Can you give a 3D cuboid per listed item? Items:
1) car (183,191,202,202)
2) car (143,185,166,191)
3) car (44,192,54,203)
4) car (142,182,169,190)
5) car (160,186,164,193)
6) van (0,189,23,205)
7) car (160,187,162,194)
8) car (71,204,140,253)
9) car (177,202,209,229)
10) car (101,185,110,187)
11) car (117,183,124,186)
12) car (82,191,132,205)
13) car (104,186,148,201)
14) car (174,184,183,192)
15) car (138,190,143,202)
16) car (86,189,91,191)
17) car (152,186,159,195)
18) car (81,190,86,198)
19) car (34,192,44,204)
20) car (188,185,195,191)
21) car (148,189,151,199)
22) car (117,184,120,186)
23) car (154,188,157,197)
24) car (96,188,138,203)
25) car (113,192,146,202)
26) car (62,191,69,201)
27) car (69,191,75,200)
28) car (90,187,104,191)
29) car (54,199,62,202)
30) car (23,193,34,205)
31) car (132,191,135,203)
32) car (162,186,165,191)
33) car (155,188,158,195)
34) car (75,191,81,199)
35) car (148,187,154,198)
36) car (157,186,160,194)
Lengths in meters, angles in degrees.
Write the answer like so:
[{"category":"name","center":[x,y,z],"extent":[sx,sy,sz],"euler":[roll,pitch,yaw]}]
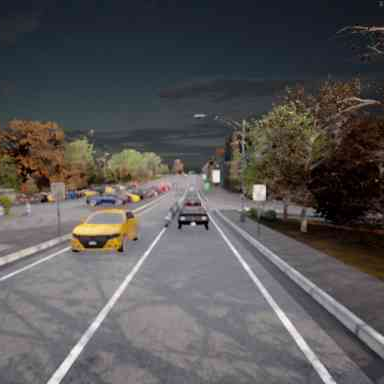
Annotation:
[{"category":"car","center":[0.045,1.124,38.535],"extent":[2.097,1.767,4.553],"euler":[0,1,0]},{"category":"car","center":[-9.764,-0.248,84.146],"extent":[4.792,1.488,2.163],"euler":[0,3,0]},{"category":"car","center":[-23.171,0.865,47.960],"extent":[4.792,1.488,2.163],"euler":[0,0,0]},{"category":"car","center":[-9.780,-0.825,89.692],"extent":[5.566,2.045,2.435],"euler":[0,3,0]},{"category":"car","center":[-9.828,-0.010,78.574],"extent":[5.008,1.535,2.097],"euler":[0,3,0]},{"category":"van","center":[-23.078,0.655,39.587],"extent":[4.442,1.987,1.878],"euler":[1,0,0]},{"category":"car","center":[-9.858,0.152,75.790],"extent":[4.674,1.452,2.002],"euler":[0,3,0]},{"category":"car","center":[-3.361,1.455,13.742],"extent":[1.882,1.535,5.008],"euler":[0,0,0]},{"category":"car","center":[0.072,1.565,21.516],"extent":[1.895,1.301,4.718],"euler":[0,0,0]},{"category":"car","center":[-22.944,-0.259,78.490],"extent":[5.566,2.045,2.435],"euler":[0,3,0]},{"category":"car","center":[-22.782,-0.979,92.529],"extent":[5.566,2.045,2.435],"euler":[0,3,0]},{"category":"car","center":[-10.095,0.915,39.575],"extent":[4.792,1.488,2.163],"euler":[0,0,0]},{"category":"car","center":[-10.070,0.561,50.715],"extent":[5.566,2.045,2.435],"euler":[0,1,0]},{"category":"car","center":[-3.380,-0.704,91.700],"extent":[1.812,1.442,4.674],"euler":[0,3,0]},{"category":"car","center":[-10.057,0.841,47.924],"extent":[5.008,1.535,2.097],"euler":[0,1,0]},{"category":"car","center":[-23.012,0.510,64.698],"extent":[4.892,1.521,2.231],"euler":[0,2,0]},{"category":"car","center":[-9.928,0.205,70.220],"extent":[4.553,1.767,2.185],"euler":[0,2,0]},{"category":"car","center":[-23.034,0.591,61.781],"extent":[5.008,1.535,2.097],"euler":[0,2,0]},{"category":"car","center":[-23.167,0.896,45.048],"extent":[4.674,1.452,2.002],"euler":[0,0,0]},{"category":"car","center":[-0.131,-0.521,87.460],"extent":[1.812,1.442,4.674],"euler":[0,3,0]},{"category":"car","center":[-9.971,0.755,56.286],"extent":[4.792,1.488,2.163],"euler":[0,1,0]},{"category":"car","center":[-23.017,-0.581,89.763],"extent":[5.366,1.575,1.946],"euler":[0,3,0]},{"category":"car","center":[-9.909,0.543,64.653],"extent":[4.792,1.488,2.163],"euler":[0,2,0]},{"category":"car","center":[-10.114,0.735,45.144],"extent":[4.553,1.767,2.185],"euler":[0,0,0]},{"category":"car","center":[-10.015,0.774,53.507],"extent":[4.892,1.521,2.231],"euler":[0,1,0]},{"category":"car","center":[-23.286,0.765,53.548],"extent":[5.366,1.575,1.946],"euler":[0,1,0]},{"category":"car","center":[-23.052,0.751,56.202],"extent":[4.792,1.488,2.163],"euler":[0,1,0]},{"category":"car","center":[-22.771,0.223,72.926],"extent":[5.366,1.575,1.946],"euler":[0,2,0]},{"category":"car","center":[-23.307,0.803,50.753],"extent":[5.366,1.575,1.946],"euler":[0,1,0]},{"category":"car","center":[-23.187,0.908,42.263],"extent":[4.674,1.452,2.002],"euler":[0,0,0]},{"category":"car","center":[-10.133,0.903,42.359],"extent":[4.792,1.488,2.163],"euler":[0,0,0]},{"category":"car","center":[-9.809,-0.140,81.360],"extent":[5.008,1.535,2.097],"euler":[0,3,0]},{"category":"car","center":[-9.946,0.456,67.440],"extent":[4.792,1.488,2.163],"euler":[0,2,0]},{"category":"car","center":[-23.055,0.660,58.992],"extent":[5.008,1.535,2.097],"euler":[0,1,0]},{"category":"car","center":[-9.927,0.467,61.862],"extent":[4.553,1.767,2.185],"euler":[0,2,0]},{"category":"car","center":[-9.907,0.100,72.998],"extent":[4.553,1.767,2.185],"euler":[0,2,0]}]
